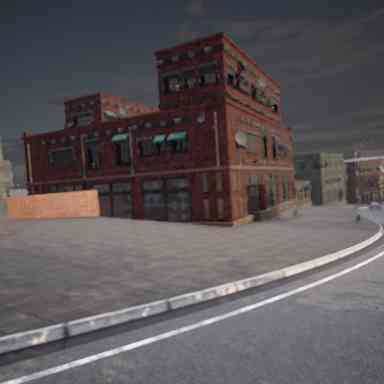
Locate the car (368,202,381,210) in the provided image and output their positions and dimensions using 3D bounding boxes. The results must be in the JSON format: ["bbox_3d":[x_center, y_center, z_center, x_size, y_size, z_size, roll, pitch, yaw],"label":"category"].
[{"bbox_3d":[33.666,2.544,61.321,1.812,1.442,4.674,-3,-2,28],"label":"car"}]
